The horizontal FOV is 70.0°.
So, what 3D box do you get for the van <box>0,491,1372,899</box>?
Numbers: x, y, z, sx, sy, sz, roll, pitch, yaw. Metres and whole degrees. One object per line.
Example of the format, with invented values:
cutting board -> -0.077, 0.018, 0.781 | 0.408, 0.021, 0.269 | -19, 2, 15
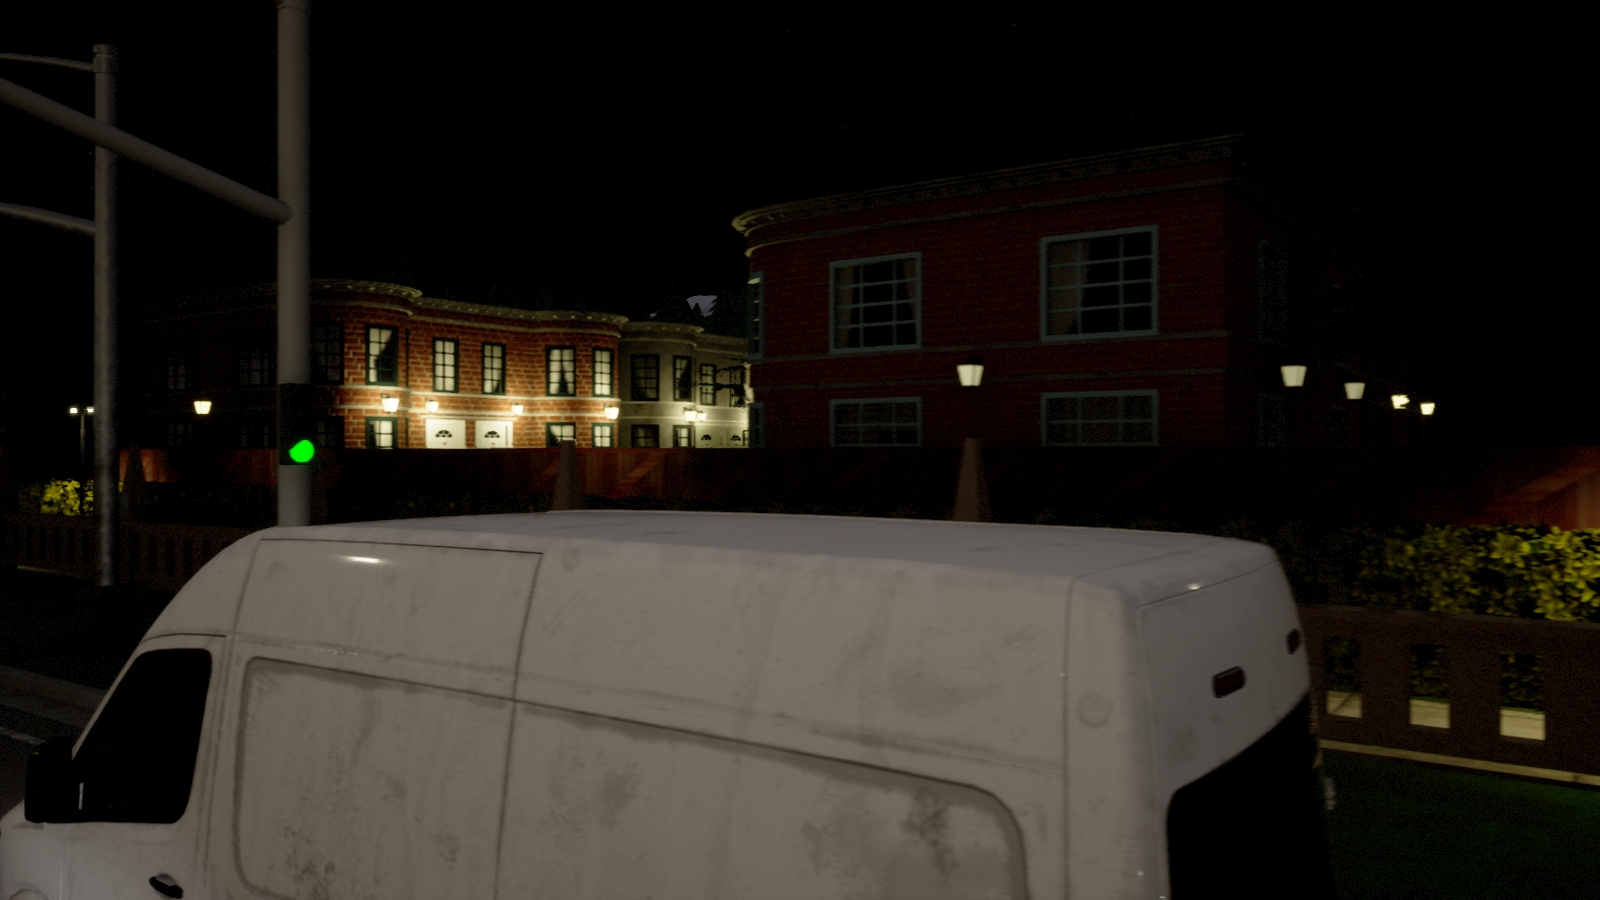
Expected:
van -> -1.150, 1.538, 4.566 | 5.915, 2.561, 1.988 | 0, 0, 35
